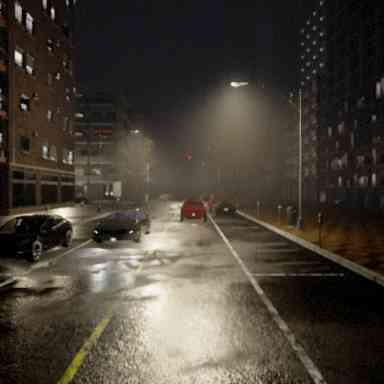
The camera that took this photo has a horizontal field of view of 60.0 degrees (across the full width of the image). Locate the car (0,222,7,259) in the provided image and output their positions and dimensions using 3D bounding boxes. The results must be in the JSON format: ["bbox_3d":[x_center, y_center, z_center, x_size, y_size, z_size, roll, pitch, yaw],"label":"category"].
[{"bbox_3d":[-5.684,1.486,6.130,1.752,1.417,4.829,0,0,0],"label":"car"}]

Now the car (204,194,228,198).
[{"bbox_3d":[2.715,1.115,33.907,2.192,1.841,5.009,0,0,0],"label":"car"}]

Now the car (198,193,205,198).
[{"bbox_3d":[2.755,1.086,93.959,1.802,1.307,4.206,0,0,0],"label":"car"}]

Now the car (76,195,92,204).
[{"bbox_3d":[-16.394,1.069,46.902,4.403,1.369,2.008,1,-1,-1],"label":"car"}]

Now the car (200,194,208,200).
[{"bbox_3d":[2.743,1.102,77.531,1.752,1.417,4.829,0,0,0],"label":"car"}]

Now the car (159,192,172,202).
[{"bbox_3d":[-5.644,1.180,66.302,2.008,1.369,4.403,0,0,0],"label":"car"}]

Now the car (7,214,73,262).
[{"bbox_3d":[-5.681,1.493,11.823,1.947,1.339,4.313,0,0,0],"label":"car"}]

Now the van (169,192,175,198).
[{"bbox_3d":[-5.625,0.845,93.965,1.690,1.788,3.998,0,0,0],"label":"van"}]

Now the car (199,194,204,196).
[{"bbox_3d":[0.091,1.301,34.631,1.837,1.490,4.892,0,0,2],"label":"car"}]

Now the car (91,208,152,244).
[{"bbox_3d":[-3.036,1.452,15.569,2.033,1.411,5.357,0,0,1],"label":"car"}]

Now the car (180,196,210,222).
[{"bbox_3d":[0.115,1.331,24.535,1.882,1.535,5.008,0,0,0],"label":"car"}]

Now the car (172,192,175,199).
[{"bbox_3d":[-5.637,1.128,77.368,2.008,1.369,4.403,0,0,0],"label":"car"}]

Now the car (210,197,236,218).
[{"bbox_3d":[2.711,1.397,28.385,1.947,1.339,4.313,0,0,0],"label":"car"}]
